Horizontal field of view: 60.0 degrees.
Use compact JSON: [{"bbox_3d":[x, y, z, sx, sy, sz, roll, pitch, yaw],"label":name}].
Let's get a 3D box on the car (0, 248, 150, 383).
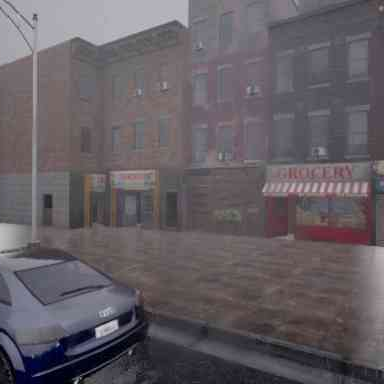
[{"bbox_3d":[-2.667,1.563,4.964,4.181,1.385,1.994,0,0,33],"label":"car"}]
